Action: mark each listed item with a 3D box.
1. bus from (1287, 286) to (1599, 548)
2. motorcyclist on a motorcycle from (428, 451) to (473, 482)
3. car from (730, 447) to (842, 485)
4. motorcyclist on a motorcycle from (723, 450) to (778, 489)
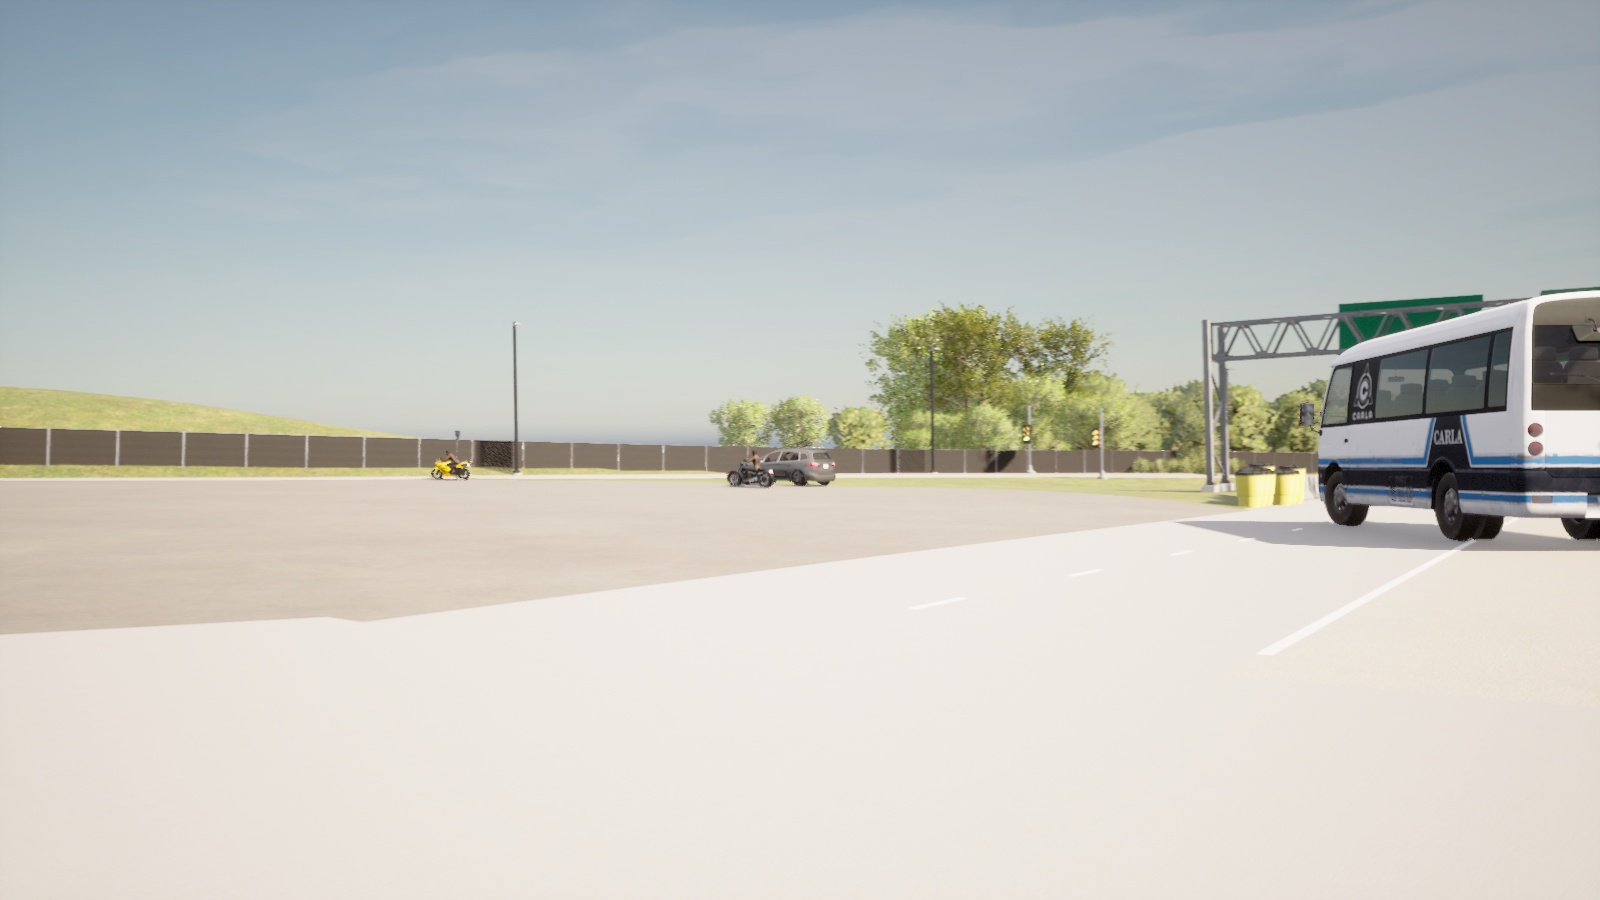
[{"bbox_3d":[13.555,-0.477,25.561,3.944,4.253,10.273,0,-1,4],"label":"bus"},{"bbox_3d":[-17.488,0.827,62.815,2.044,1.523,0.797,0,0,7],"label":"motorcyclist on a motorcycle"},{"bbox_3d":[-0.667,0.692,56.668,4.611,1.667,2.242,0,0,34],"label":"car"},{"bbox_3d":[-2.125,0.809,53.421,2.350,1.649,0.766,0,0,35],"label":"motorcyclist on a motorcycle"}]
